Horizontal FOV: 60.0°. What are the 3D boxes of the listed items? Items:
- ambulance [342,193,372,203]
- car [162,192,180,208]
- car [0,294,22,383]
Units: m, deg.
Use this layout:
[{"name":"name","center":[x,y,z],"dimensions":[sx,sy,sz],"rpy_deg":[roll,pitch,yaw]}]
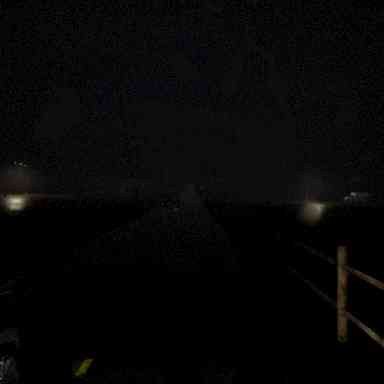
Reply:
[{"name":"ambulance","center":[39.406,1.402,79.377],"dimensions":[6.366,2.431,2.351],"rpy_deg":[1,1,0]},{"name":"car","center":[-2.829,1.078,45.069],"dimensions":[2.150,2.045,5.566],"rpy_deg":[0,0,0]},{"name":"car","center":[-2.850,1.350,1.614],"dimensions":[2.097,1.767,4.553],"rpy_deg":[0,0,0]}]
